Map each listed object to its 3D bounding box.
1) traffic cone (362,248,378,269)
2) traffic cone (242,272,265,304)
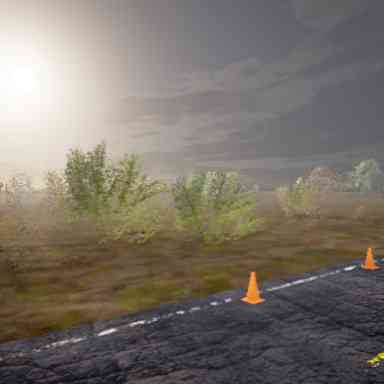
[{"bbox_3d":[5.272,1.946,9.851,0.340,0.580,0.340,0,0,-37],"label":"traffic cone"},{"bbox_3d":[1.273,1.953,6.897,0.340,0.580,0.340,0,0,-36],"label":"traffic cone"}]
